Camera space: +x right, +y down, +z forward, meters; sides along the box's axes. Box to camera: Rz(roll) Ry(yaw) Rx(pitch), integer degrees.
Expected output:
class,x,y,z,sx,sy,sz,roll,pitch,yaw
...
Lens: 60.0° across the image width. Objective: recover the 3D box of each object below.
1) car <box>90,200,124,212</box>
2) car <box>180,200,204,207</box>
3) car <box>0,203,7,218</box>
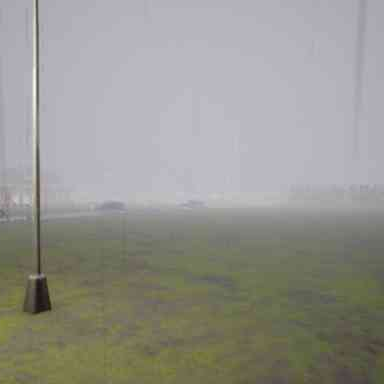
class,x,y,z,sx,sy,sz,roll,pitch,yaw
car,-11.256,1.881,44.450,2.128,1.511,4.902,0,0,36
car,0.121,2.059,59.933,2.033,1.411,5.357,0,-1,36
car,-20.414,1.682,31.863,2.097,1.767,4.553,0,-1,36
